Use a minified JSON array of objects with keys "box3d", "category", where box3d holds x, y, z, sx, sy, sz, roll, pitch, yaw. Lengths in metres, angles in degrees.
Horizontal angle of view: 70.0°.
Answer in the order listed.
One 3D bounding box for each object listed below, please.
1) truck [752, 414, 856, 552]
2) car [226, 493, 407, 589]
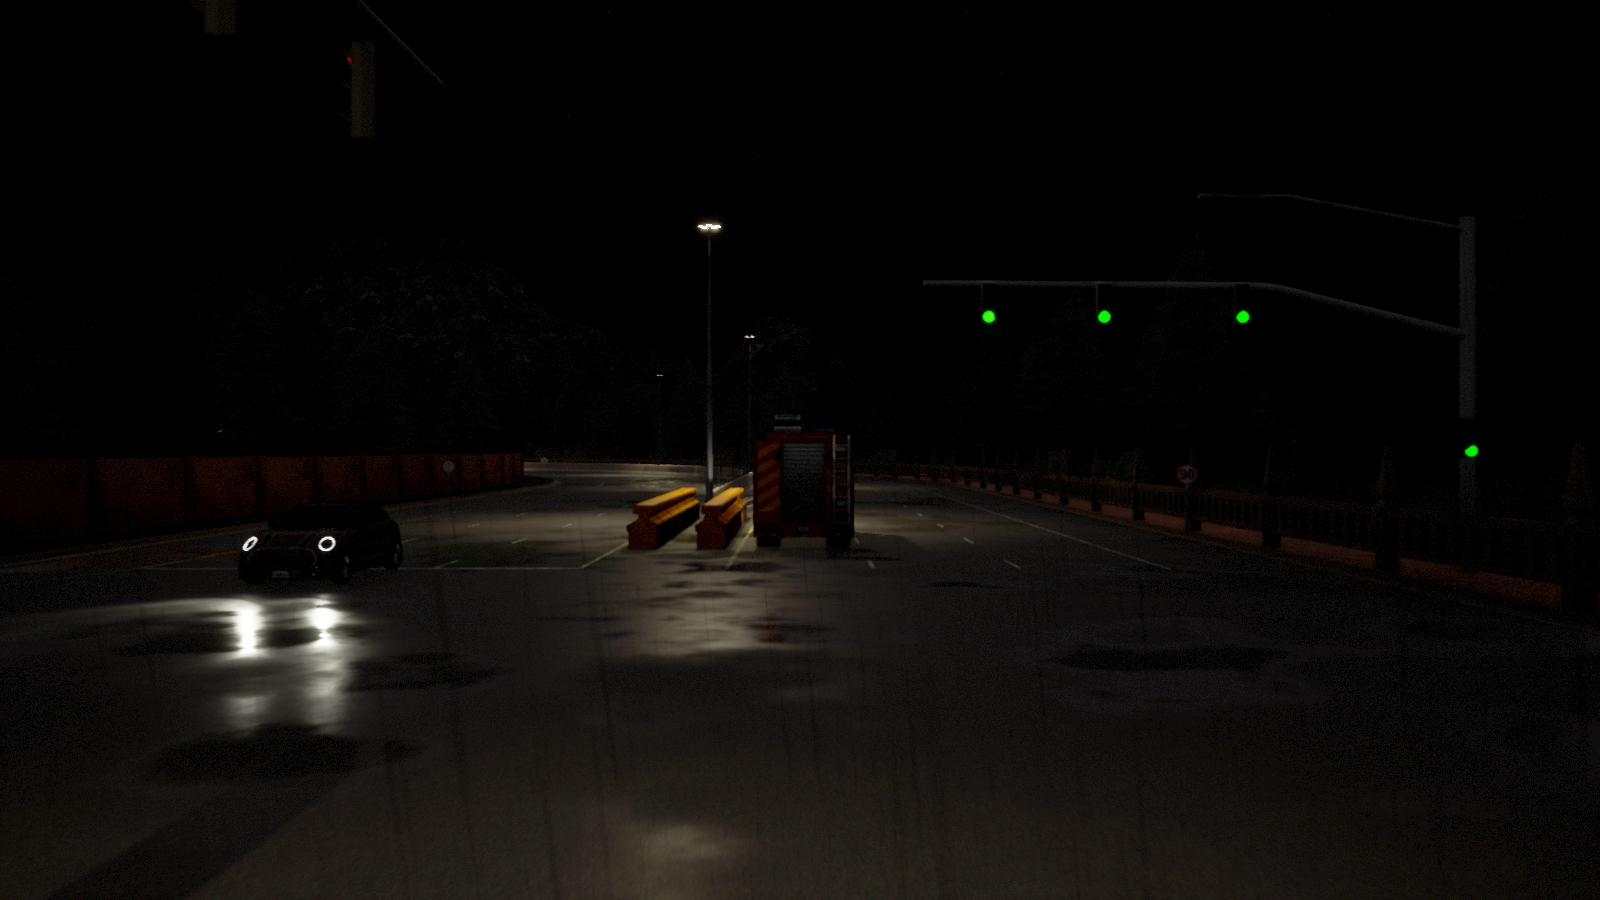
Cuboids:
[{"box3d":[0.122,0.917,35.976,2.891,3.827,8.468,0,0,0],"category":"truck"},{"box3d":[-10.517,1.925,25.296,2.097,1.767,4.553,0,0,0],"category":"car"}]
